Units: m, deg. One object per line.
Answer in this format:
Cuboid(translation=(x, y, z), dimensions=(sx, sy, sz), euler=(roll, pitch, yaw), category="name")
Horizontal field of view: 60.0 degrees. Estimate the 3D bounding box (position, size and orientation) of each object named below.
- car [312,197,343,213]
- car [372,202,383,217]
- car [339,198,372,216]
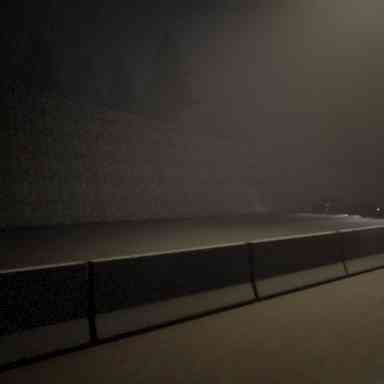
Cuboid(translation=(14.989, 1.334, 35.904), dimensions=(4.553, 1.767, 2.097), euler=(0, 0, -35), category="car")
Cuboid(translation=(18.528, 1.589, 29.839), dimensions=(4.718, 1.301, 1.895), euler=(0, 0, -35), category="car")
Cuboid(translation=(16.992, 1.571, 33.034), dimensions=(4.181, 1.385, 1.994), euler=(0, 0, -35), category="car")
